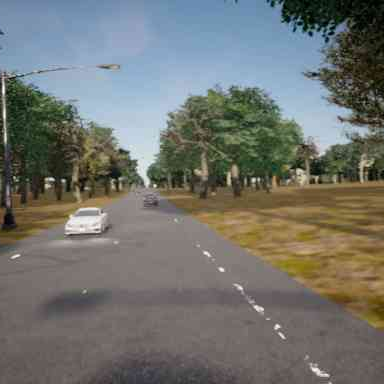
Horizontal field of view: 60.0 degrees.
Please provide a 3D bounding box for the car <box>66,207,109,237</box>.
[{"bbox_3d":[-5.857,1.617,19.068,1.812,1.442,4.674,-2,1,-8],"label":"car"}]

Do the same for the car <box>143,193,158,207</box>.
[{"bbox_3d":[-5.869,1.206,47.176,2.128,1.511,4.902,-2,1,-8],"label":"car"}]

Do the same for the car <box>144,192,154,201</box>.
[{"bbox_3d":[-8.510,0.893,66.538,1.837,1.490,4.892,-2,1,-7],"label":"car"}]
